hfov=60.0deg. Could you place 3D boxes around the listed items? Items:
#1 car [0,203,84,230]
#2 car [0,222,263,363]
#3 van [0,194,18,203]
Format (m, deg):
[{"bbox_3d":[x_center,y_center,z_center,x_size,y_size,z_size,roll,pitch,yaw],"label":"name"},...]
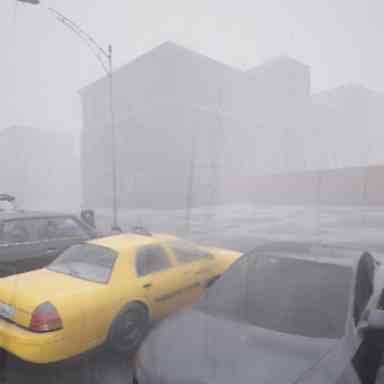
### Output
[{"bbox_3d":[-3.275,1.225,7.614,2.185,1.767,4.553,1,1,35],"label":"car"},{"bbox_3d":[-0.775,1.402,6.098,1.946,1.575,5.366,1,1,35],"label":"car"},{"bbox_3d":[-7.720,1.050,10.965,1.878,1.987,4.442,0,0,35],"label":"van"}]
